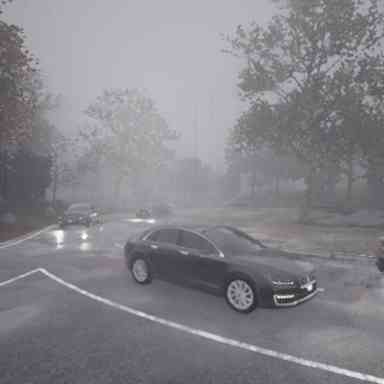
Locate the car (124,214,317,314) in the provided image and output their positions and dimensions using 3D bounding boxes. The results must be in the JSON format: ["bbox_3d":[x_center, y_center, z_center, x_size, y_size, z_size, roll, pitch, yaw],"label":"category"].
[{"bbox_3d":[0.383,1.509,7.792,4.892,1.490,1.837,0,0,42],"label":"car"}]

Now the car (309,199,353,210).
[{"bbox_3d":[17.260,1.582,41.886,5.357,1.411,2.033,1,0,12],"label":"car"}]

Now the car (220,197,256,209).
[{"bbox_3d":[6.079,1.457,43.962,4.902,1.511,2.128,0,0,-19],"label":"car"}]

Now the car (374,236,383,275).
[{"bbox_3d":[6.874,1.521,7.440,4.892,1.490,1.837,0,2,24],"label":"car"}]

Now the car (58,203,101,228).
[{"bbox_3d":[-7.373,1.507,22.241,1.837,1.490,4.892,-1,0,-3],"label":"car"}]

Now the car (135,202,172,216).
[{"bbox_3d":[-3.372,1.577,29.540,1.994,1.385,4.181,0,0,19],"label":"car"}]
